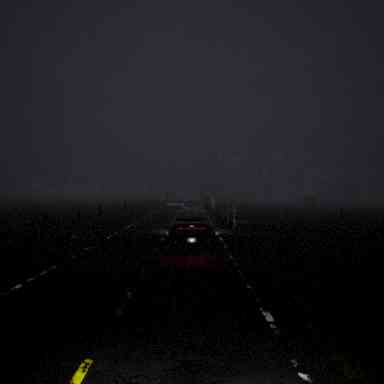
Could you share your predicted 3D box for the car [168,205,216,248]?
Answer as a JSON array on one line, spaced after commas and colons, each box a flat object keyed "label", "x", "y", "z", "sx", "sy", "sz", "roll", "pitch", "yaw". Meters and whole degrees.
[{"label": "car", "x": 0.000, "y": 1.519, "z": 14.649, "sx": 1.837, "sy": 1.490, "sz": 4.892, "roll": 0, "pitch": 0, "yaw": 0}]

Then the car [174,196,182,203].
[{"label": "car", "x": -2.751, "y": 1.535, "z": 68.653, "sx": 1.882, "sy": 1.535, "sz": 5.008, "roll": 0, "pitch": 0, "yaw": 0}]

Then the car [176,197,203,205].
[{"label": "car", "x": 0.000, "y": 1.502, "z": 29.650, "sx": 2.128, "sy": 1.511, "sz": 4.902, "roll": 0, "pitch": 0, "yaw": 0}]
